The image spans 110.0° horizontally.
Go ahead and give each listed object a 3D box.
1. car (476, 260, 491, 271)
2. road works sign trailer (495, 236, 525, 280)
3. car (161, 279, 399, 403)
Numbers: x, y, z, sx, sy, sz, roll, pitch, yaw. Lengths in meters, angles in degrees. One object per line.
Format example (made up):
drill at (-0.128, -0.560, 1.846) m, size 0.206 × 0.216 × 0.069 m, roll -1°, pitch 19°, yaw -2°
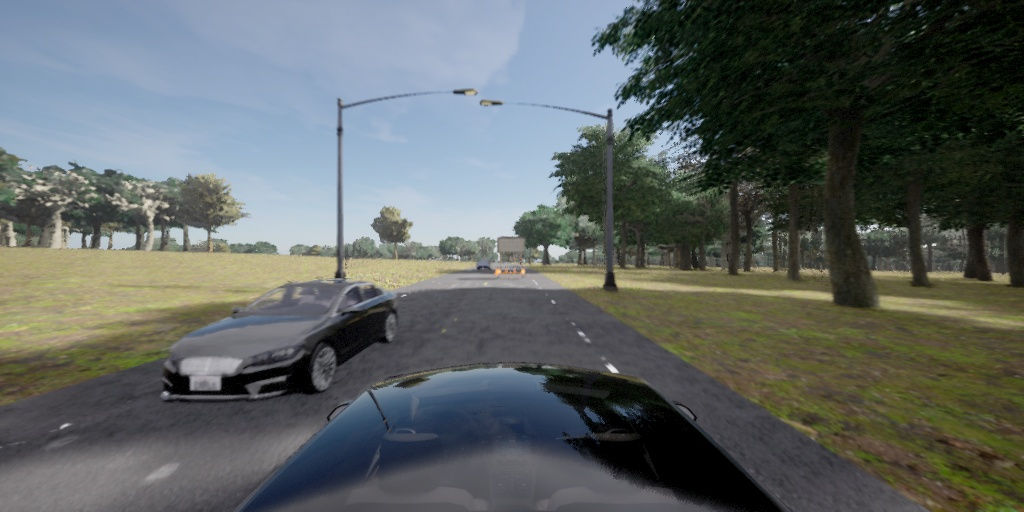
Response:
car at (-3.810, 1.236, 49.378) m, size 2.033 × 1.411 × 5.357 m, roll 0°, pitch 0°, yaw 0°
road works sign trailer at (-0.083, 0.124, 30.370) m, size 2.380 × 3.560 × 2.880 m, roll 0°, pitch 0°, yaw -1°
car at (-3.599, 1.218, 6.657) m, size 2.128 × 1.511 × 4.902 m, roll 0°, pitch 0°, yaw 0°
